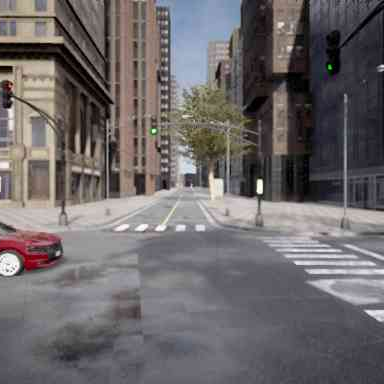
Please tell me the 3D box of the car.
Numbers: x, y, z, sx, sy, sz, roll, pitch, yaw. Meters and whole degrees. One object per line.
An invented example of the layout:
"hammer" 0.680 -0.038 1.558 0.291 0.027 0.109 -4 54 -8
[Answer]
"car" -6.225 1.392 9.255 5.008 1.535 1.882 1 0 0
